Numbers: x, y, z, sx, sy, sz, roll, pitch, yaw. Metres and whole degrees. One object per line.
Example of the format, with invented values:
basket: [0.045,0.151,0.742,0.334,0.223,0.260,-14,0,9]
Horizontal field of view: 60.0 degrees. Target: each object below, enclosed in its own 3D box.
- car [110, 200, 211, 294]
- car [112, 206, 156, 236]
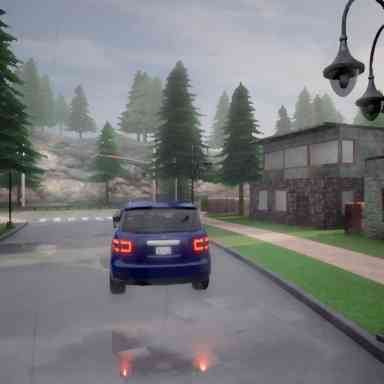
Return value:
car: [-0.977,1.221,9.049,2.150,2.045,5.566,0,0,-9]
car: [-3.535,1.601,19.482,1.895,1.301,4.718,0,0,-18]
